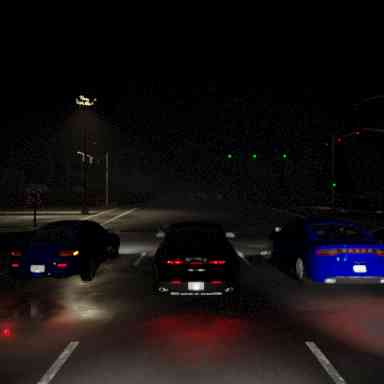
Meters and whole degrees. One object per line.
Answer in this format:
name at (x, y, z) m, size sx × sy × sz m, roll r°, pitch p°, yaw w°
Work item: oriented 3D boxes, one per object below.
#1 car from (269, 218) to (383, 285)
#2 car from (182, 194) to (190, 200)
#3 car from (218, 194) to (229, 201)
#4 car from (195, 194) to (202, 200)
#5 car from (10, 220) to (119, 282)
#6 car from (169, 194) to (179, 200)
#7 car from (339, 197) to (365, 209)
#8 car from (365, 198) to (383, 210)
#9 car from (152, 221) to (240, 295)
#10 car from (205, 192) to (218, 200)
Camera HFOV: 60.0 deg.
car at (3.590, 1.478, 9.563) m, size 1.882 × 1.535 × 5.008 m, roll 0°, pitch 0°, yaw 0°
car at (-1.703, 1.547, 92.666) m, size 1.994 × 1.385 × 4.181 m, roll 0°, pitch 0°, yaw 0°
car at (8.775, 1.539, 87.533) m, size 2.033 × 1.411 × 5.357 m, roll 0°, pitch 0°, yaw 0°
car at (1.795, 1.471, 92.234) m, size 1.882 × 1.535 × 5.008 m, roll 0°, pitch 0°, yaw 0°
car at (-3.415, 1.526, 9.656) m, size 1.812 × 1.442 × 4.674 m, roll 0°, pitch 0°, yaw 0°
car at (-5.202, 1.350, 93.034) m, size 2.097 × 1.767 × 4.553 m, roll 0°, pitch 0°, yaw 0°
car at (22.684, 1.504, 45.619) m, size 4.892 × 1.490 × 1.837 m, roll 0°, pitch 0°, yaw -1°
car at (23.777, 1.222, 38.631) m, size 5.566 × 2.045 × 2.150 m, roll 0°, pitch 0°, yaw -1°
car at (0.089, 1.506, 8.668) m, size 1.837 × 1.490 × 4.892 m, roll 0°, pitch 0°, yaw 0°
car at (5.295, 1.471, 92.220) m, size 1.882 × 1.535 × 5.008 m, roll 0°, pitch 0°, yaw 0°
